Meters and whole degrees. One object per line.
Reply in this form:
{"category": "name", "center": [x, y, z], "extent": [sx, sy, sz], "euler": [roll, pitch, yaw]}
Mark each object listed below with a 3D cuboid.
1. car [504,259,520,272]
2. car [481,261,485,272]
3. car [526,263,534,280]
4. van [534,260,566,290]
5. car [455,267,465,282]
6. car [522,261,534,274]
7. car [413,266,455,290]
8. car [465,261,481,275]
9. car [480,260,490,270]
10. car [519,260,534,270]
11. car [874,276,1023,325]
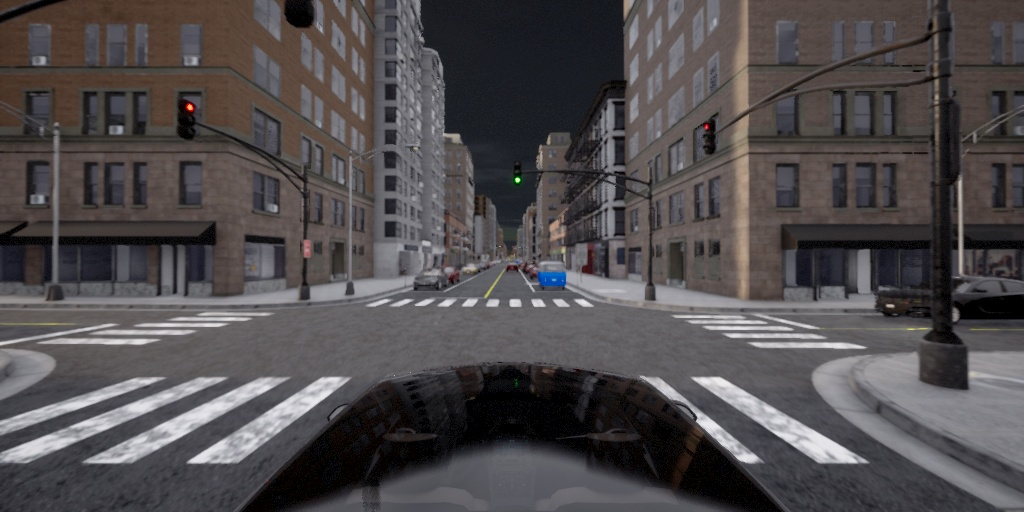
{"category": "car", "center": [0.072, 1.701, 56.384], "extent": [1.882, 1.535, 5.008], "euler": [0, 0, 0]}
{"category": "car", "center": [-5.415, 1.758, 52.610], "extent": [1.948, 1.339, 4.313], "euler": [0, 0, 0]}
{"category": "car", "center": [2.619, 1.631, 35.576], "extent": [1.802, 1.307, 4.207], "euler": [0, 0, 0]}
{"category": "van", "center": [2.625, 1.290, 24.214], "extent": [1.690, 1.789, 3.998], "euler": [0, 0, 0]}
{"category": "car", "center": [-5.403, 1.544, 29.882], "extent": [1.888, 1.381, 4.507], "euler": [0, 0, 0]}
{"category": "car", "center": [2.613, 1.728, 46.939], "extent": [1.802, 1.307, 4.207], "euler": [0, 0, 0]}
{"category": "car", "center": [-5.400, 1.499, 24.201], "extent": [2.007, 1.370, 4.403], "euler": [0, 0, 0]}
{"category": "car", "center": [-5.412, 1.671, 46.758], "extent": [1.751, 1.417, 4.829], "euler": [0, 0, 0]}
{"category": "car", "center": [-5.421, 1.850, 63.973], "extent": [1.948, 1.339, 4.313], "euler": [0, 0, 0]}
{"category": "car", "center": [2.610, 1.507, 52.620], "extent": [2.192, 1.841, 5.009], "euler": [0, 0, 0]}
{"category": "car", "center": [15.218, 1.421, 12.065], "extent": [5.008, 1.535, 1.882], "euler": [0, 0, 0]}
